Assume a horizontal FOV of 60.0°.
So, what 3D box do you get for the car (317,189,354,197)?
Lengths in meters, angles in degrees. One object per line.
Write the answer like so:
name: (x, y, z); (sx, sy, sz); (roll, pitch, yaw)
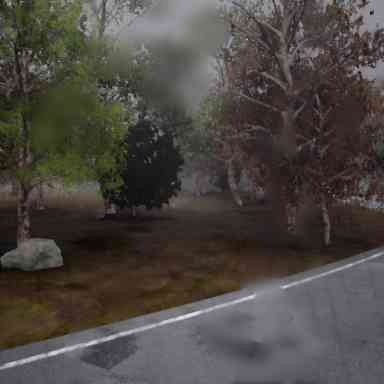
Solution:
car: (16.435, -0.028, 38.364); (1.994, 1.385, 4.181); (-6, 3, -29)
